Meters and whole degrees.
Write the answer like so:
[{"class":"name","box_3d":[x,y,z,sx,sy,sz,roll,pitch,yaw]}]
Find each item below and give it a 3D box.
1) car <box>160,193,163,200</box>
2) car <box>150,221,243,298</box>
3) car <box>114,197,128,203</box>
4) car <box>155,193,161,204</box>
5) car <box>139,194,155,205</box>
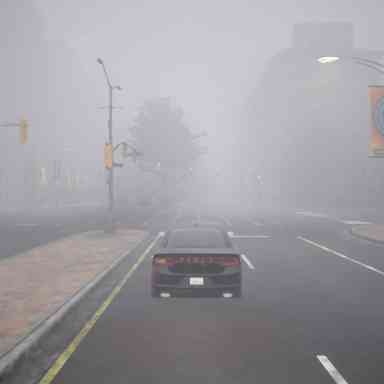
[{"class":"car","box_3d":[-7.717,1.225,76.572,2.150,2.045,5.566,0,0,0]},{"class":"car","box_3d":[0.109,1.478,8.555,1.882,1.535,5.008,0,0,1]},{"class":"car","box_3d":[-14.499,1.595,67.931,1.895,1.301,4.718,0,0,0]},{"class":"car","box_3d":[-7.791,1.526,65.821,1.812,1.442,4.674,0,0,1]},{"class":"car","box_3d":[-7.873,1.505,56.562,1.837,1.490,4.892,0,0,1]}]
